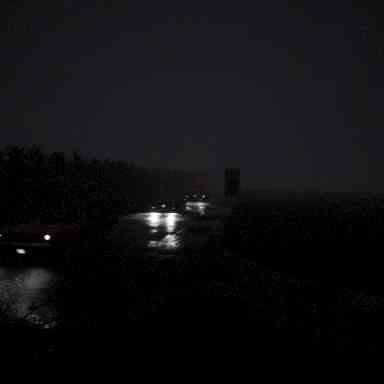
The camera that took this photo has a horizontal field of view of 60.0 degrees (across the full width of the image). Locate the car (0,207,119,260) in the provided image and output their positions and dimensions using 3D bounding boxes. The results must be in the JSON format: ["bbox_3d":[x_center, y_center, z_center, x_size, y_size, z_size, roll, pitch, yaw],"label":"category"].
[{"bbox_3d":[-4.137,1.197,10.952,1.895,1.301,4.718,1,2,10],"label":"car"}]

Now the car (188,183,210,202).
[{"bbox_3d":[0.842,-0.016,39.193,2.150,2.045,5.566,1,2,10],"label":"car"}]

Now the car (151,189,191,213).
[{"bbox_3d":[-1.633,0.743,25.174,1.994,1.385,4.181,1,2,10],"label":"car"}]
